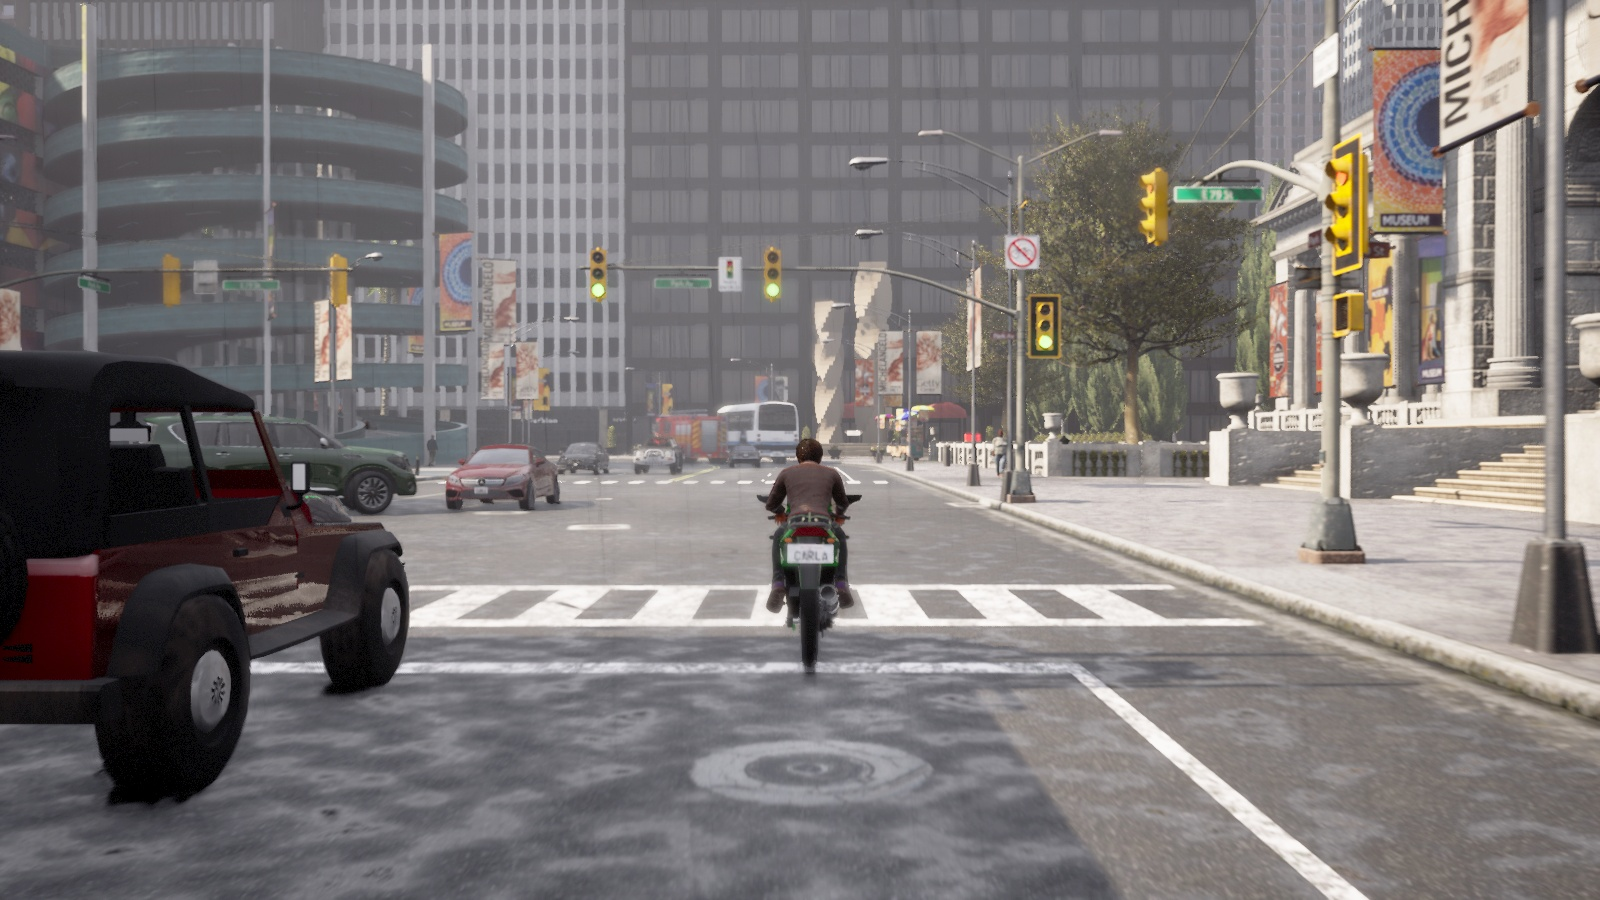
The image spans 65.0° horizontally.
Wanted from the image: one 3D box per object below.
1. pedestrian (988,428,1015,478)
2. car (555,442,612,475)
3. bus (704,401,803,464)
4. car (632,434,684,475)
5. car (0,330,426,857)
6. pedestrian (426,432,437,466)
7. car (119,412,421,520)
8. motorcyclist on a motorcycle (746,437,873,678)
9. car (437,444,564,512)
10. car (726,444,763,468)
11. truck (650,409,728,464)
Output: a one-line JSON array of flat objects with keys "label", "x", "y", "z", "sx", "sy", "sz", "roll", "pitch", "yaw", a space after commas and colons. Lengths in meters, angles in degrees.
[{"label": "pedestrian", "x": 7.495, "y": 0.119, "z": 46.796, "sx": 0.874, "sy": 1.855, "sz": 0.900, "roll": 0, "pitch": 0, "yaw": 1}, {"label": "car", "x": -10.154, "y": 0.376, "z": 59.123, "sx": 1.837, "sy": 1.490, "sz": 4.892, "roll": 0, "pitch": 0, "yaw": 0}, {"label": "bus", "x": -3.501, "y": -1.193, "z": 90.354, "sx": 3.944, "sy": 4.253, "sz": 10.273, "roll": 0, "pitch": 0, "yaw": -21}, {"label": "car", "x": -6.653, "y": 0.191, "z": 59.188, "sx": 1.932, "sy": 1.855, "sz": 4.605, "roll": 0, "pitch": 0, "yaw": 0}, {"label": "car", "x": -3.448, "y": 0.500, "z": 6.415, "sx": 1.905, "sy": 1.878, "sz": 3.866, "roll": 0, "pitch": 0, "yaw": 0}, {"label": "pedestrian", "x": -20.262, "y": -0.042, "z": 69.049, "sx": 0.402, "sy": 1.842, "sz": 0.726, "roll": 0, "pitch": 0, "yaw": -2}, {"label": "car", "x": -10.931, "y": 0.295, "z": 26.064, "sx": 5.566, "sy": 2.045, "sz": 2.150, "roll": 0, "pitch": 0, "yaw": -27}, {"label": "motorcyclist on a motorcycle", "x": 0.066, "y": 0.673, "z": 8.940, "sx": 0.797, "sy": 1.523, "sz": 2.044, "roll": 0, "pitch": 0, "yaw": 0}, {"label": "car", "x": -6.819, "y": 0.586, "z": 29.082, "sx": 1.812, "sy": 1.442, "sz": 4.674, "roll": 0, "pitch": 0, "yaw": 0}, {"label": "car", "x": -3.426, "y": 0.315, "z": 76.757, "sx": 2.033, "sy": 1.411, "sz": 5.357, "roll": 0, "pitch": 0, "yaw": -5}, {"label": "truck", "x": -8.221, "y": -0.995, "z": 91.929, "sx": 2.891, "sy": 3.827, "sz": 8.468, "roll": 0, "pitch": 0, "yaw": -25}]
